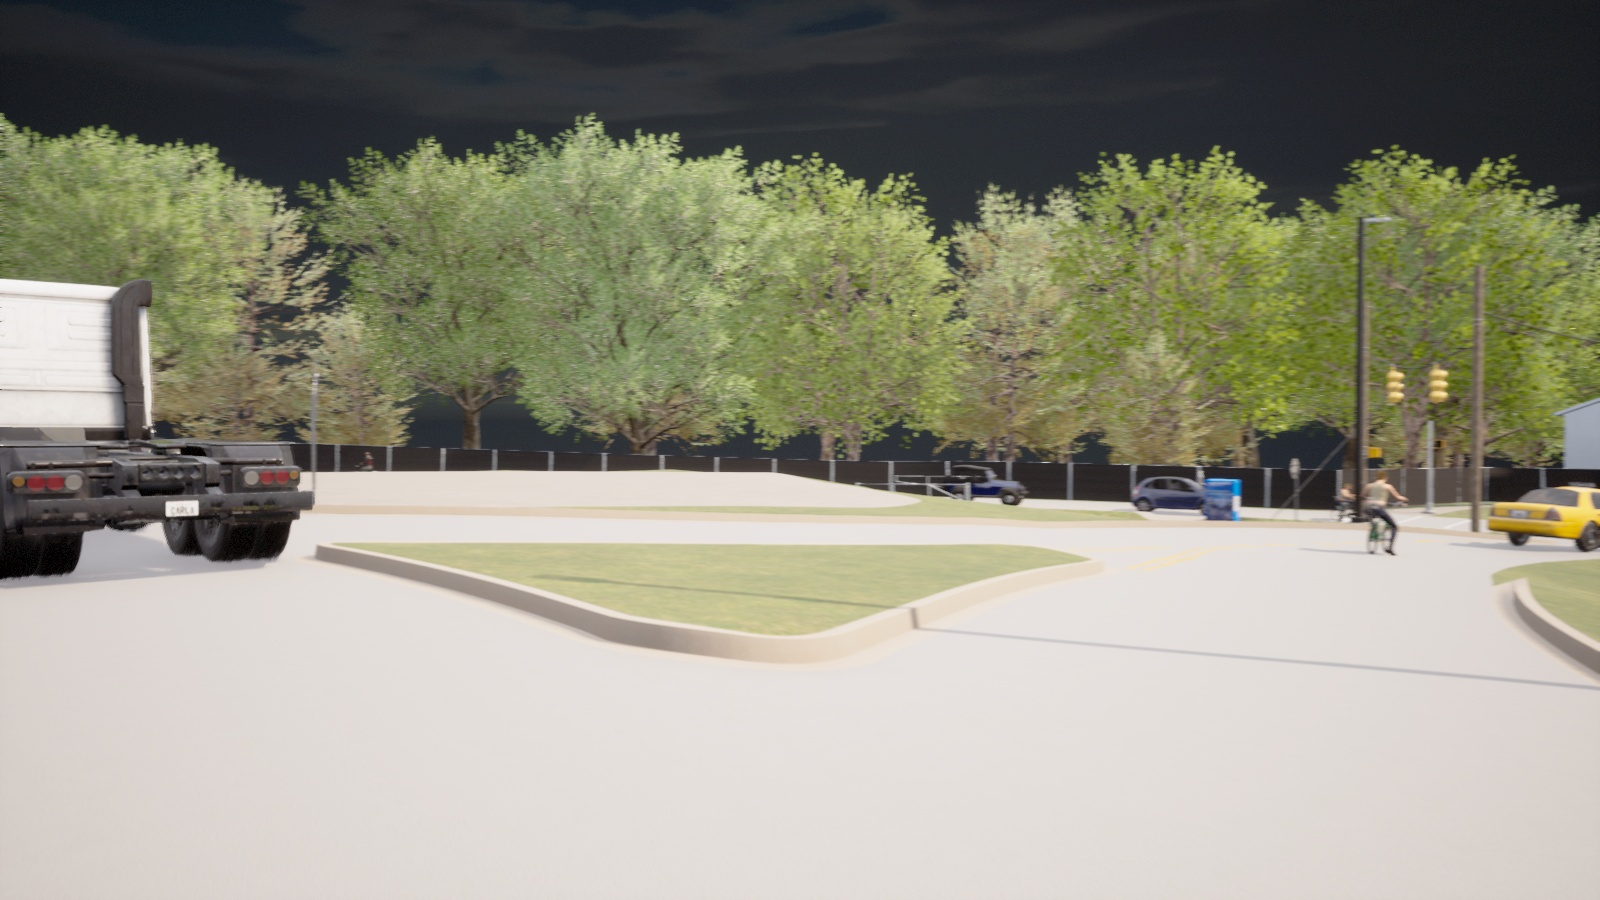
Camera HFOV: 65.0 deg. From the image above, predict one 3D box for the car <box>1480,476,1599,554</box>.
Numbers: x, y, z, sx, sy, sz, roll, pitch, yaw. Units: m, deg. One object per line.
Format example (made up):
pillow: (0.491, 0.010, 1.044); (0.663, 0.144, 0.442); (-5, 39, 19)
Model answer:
car: (18.328, 1.557, 29.028); (5.366, 1.575, 1.801); (4, 0, -27)

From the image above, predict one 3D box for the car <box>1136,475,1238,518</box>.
car: (16.956, 1.991, 55.023); (3.988, 1.617, 1.851); (2, 2, 27)

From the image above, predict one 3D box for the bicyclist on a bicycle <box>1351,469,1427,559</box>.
bicyclist on a bicycle: (11.192, 1.206, 23.832); (0.866, 1.612, 1.509); (2, -1, 41)

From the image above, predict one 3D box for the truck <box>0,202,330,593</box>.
truck: (-8.681, -0.555, 15.018); (2.891, 3.462, 7.936); (-1, 2, -43)

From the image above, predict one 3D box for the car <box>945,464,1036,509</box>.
car: (8.894, 1.690, 58.569); (3.866, 1.878, 1.905); (1, 2, 18)
